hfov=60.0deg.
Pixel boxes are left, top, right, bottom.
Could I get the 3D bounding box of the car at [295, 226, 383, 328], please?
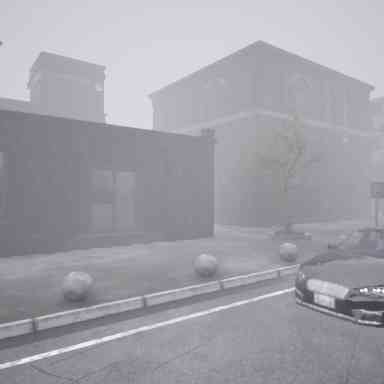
[{"bbox_3d":[4.139,1.493,6.818,4.902,1.511,2.128,0,0,-35],"label":"car"}]
